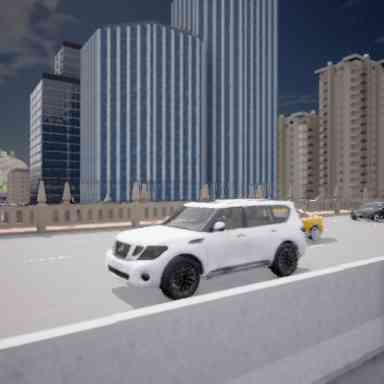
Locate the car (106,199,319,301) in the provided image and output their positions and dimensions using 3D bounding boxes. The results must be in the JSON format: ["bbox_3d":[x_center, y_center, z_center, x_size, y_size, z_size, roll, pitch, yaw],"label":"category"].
[{"bbox_3d":[0.651,1.229,8.718,5.566,2.045,2.150,0,0,-35],"label":"car"}]

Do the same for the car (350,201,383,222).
[{"bbox_3d":[14.688,1.545,26.745,4.892,1.490,1.837,0,0,-34],"label":"car"}]

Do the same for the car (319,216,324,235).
[{"bbox_3d":[3.968,1.495,15.281,5.008,1.535,1.882,0,0,-34],"label":"car"}]
